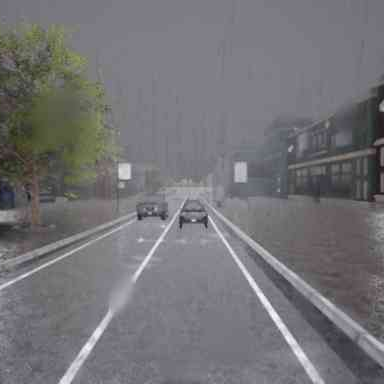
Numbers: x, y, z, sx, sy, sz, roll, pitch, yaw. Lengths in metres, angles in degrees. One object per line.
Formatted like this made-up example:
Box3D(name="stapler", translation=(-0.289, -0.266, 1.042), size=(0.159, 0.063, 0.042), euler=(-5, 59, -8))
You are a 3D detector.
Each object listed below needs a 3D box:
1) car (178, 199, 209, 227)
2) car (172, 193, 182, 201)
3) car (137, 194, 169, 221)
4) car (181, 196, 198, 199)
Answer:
Box3D(name="car", translation=(0.095, 1.481, 22.474), size=(2.128, 1.511, 4.902), euler=(0, 0, 0))
Box3D(name="car", translation=(-3.011, 0.941, 68.257), size=(2.097, 1.767, 4.553), euler=(0, 1, 0))
Box3D(name="car", translation=(-3.103, 1.195, 27.348), size=(2.150, 2.045, 5.566), euler=(0, 0, 0))
Box3D(name="car", translation=(0.093, 1.372, 40.785), size=(2.128, 1.511, 4.902), euler=(0, 1, 0))
